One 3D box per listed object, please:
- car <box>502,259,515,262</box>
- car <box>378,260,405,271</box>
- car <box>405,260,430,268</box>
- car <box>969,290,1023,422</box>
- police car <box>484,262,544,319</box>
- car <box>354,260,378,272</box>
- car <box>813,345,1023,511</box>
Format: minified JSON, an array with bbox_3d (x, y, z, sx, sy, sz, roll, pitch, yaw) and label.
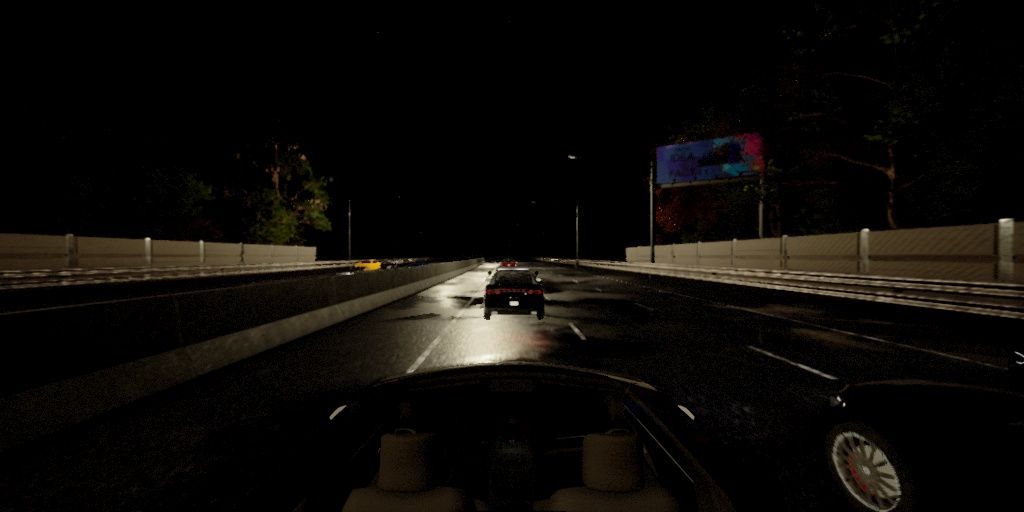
[{"bbox_3d":[-0.406,1.089,42.831,2.097,1.767,4.553,0,0,-1],"label":"car"},{"bbox_3d":[-14.646,1.231,45.166,2.128,1.511,4.902,0,0,-1],"label":"car"},{"bbox_3d":[-11.111,1.264,43.570,1.812,1.442,4.674,0,0,-1],"label":"car"},{"bbox_3d":[7.093,1.226,2.321,1.882,1.535,5.008,0,0,0],"label":"car"},{"bbox_3d":[0.050,1.175,13.014,1.930,1.638,5.238,0,0,0],"label":"police car"},{"bbox_3d":[-18.149,1.216,45.286,1.882,1.535,5.008,0,0,-1],"label":"car"},{"bbox_3d":[3.594,1.275,1.209,1.812,1.442,4.674,0,0,0],"label":"car"}]
